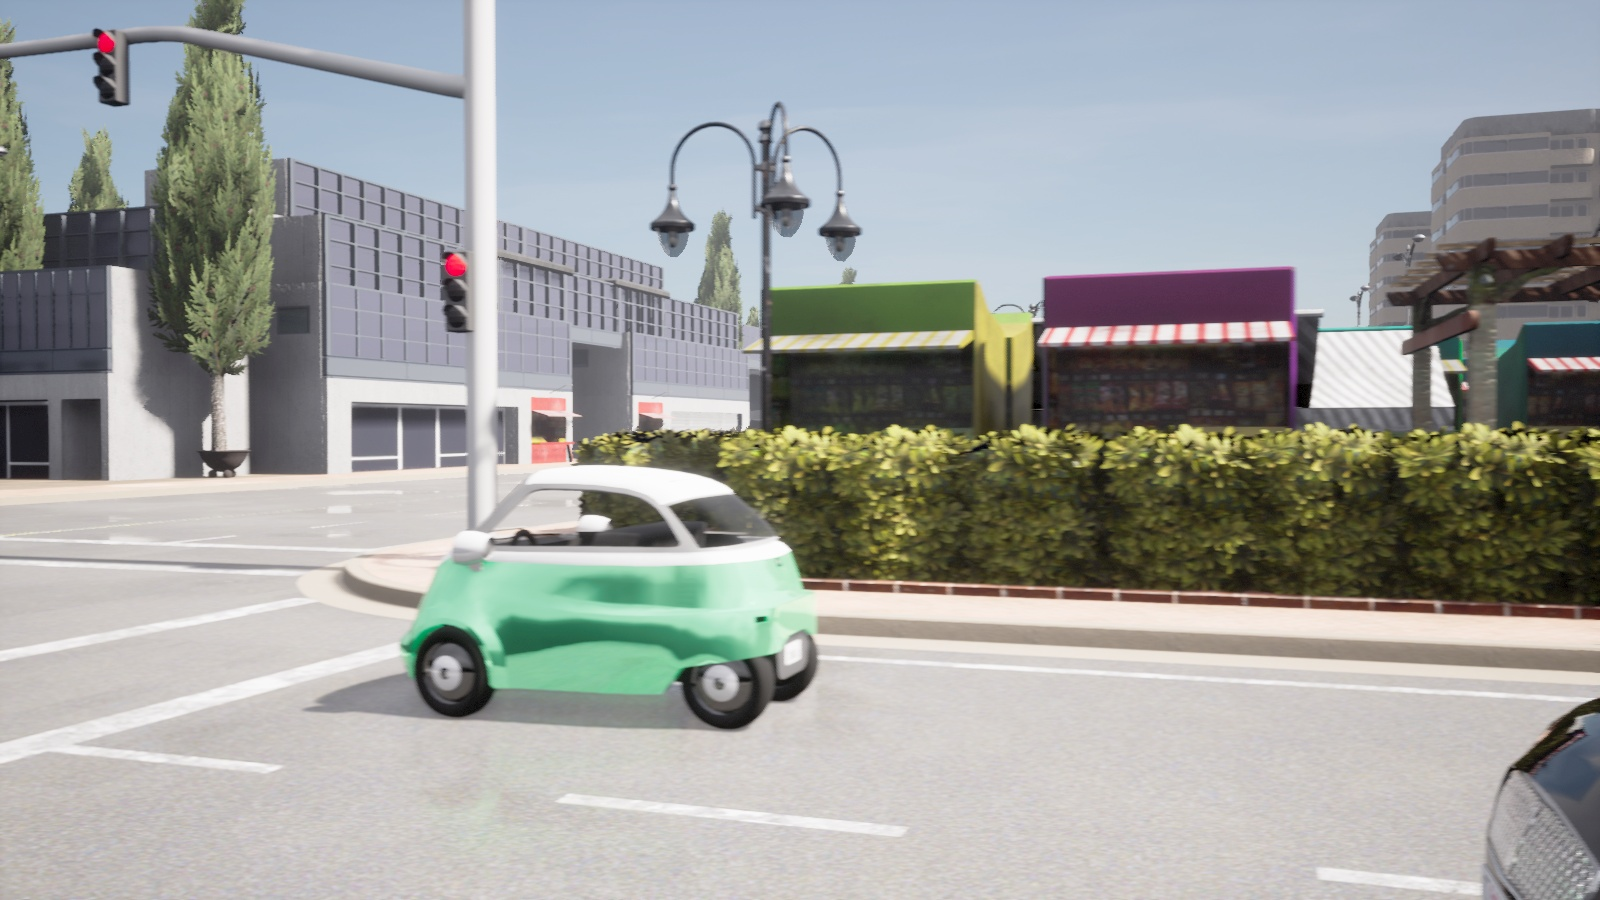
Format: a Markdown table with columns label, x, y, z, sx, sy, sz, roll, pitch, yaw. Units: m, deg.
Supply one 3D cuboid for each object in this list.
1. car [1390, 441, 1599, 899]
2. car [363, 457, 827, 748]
| label | x | y | z | sx | sy | sz | roll | pitch | yaw |
| --- | --- | --- | --- | --- | --- | --- | --- | --- | --- |
| car | 3.749 | 0.766 | 1.945 | 4.902 | 1.511 | 2.128 | 1 | 1 | 18 |
| car | -1.133 | 0.761 | 7.283 | 2.207 | 1.376 | 1.481 | 1 | 1 | 20 |
